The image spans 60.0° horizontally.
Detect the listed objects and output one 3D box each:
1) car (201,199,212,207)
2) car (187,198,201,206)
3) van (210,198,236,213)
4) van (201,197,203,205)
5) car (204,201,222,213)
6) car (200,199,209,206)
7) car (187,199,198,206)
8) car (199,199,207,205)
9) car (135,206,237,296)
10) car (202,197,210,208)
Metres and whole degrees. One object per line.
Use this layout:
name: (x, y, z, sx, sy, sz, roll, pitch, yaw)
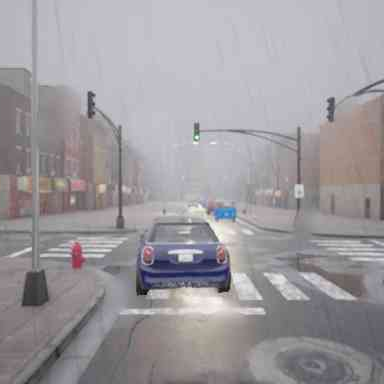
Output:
car: (2.755, 2.148, 64.624, 1.887, 1.381, 4.507, -1, -1, 0)
car: (0.125, 2.124, 58.478, 1.895, 1.301, 4.718, 0, -1, 0)
van: (2.676, 1.535, 27.596, 1.690, 1.788, 3.998, -1, -1, 0)
van: (2.729, 1.810, 54.047, 1.690, 1.788, 3.998, -1, -1, 0)
car: (2.712, 1.898, 43.464, 2.008, 1.369, 4.403, -1, -1, 0)
car: (2.777, 2.334, 75.203, 1.802, 1.307, 4.206, -2, -1, 0)
car: (0.144, 2.147, 68.444, 2.128, 1.511, 4.902, 0, -1, 0)
car: (2.797, 2.461, 85.784, 1.887, 1.381, 4.507, -2, -1, 0)
car: (-0.425, 1.427, 9.043, 2.097, 1.767, 4.553, 1, -1, -8)
car: (2.696, 1.607, 38.178, 2.192, 1.841, 5.009, -1, -1, 0)
